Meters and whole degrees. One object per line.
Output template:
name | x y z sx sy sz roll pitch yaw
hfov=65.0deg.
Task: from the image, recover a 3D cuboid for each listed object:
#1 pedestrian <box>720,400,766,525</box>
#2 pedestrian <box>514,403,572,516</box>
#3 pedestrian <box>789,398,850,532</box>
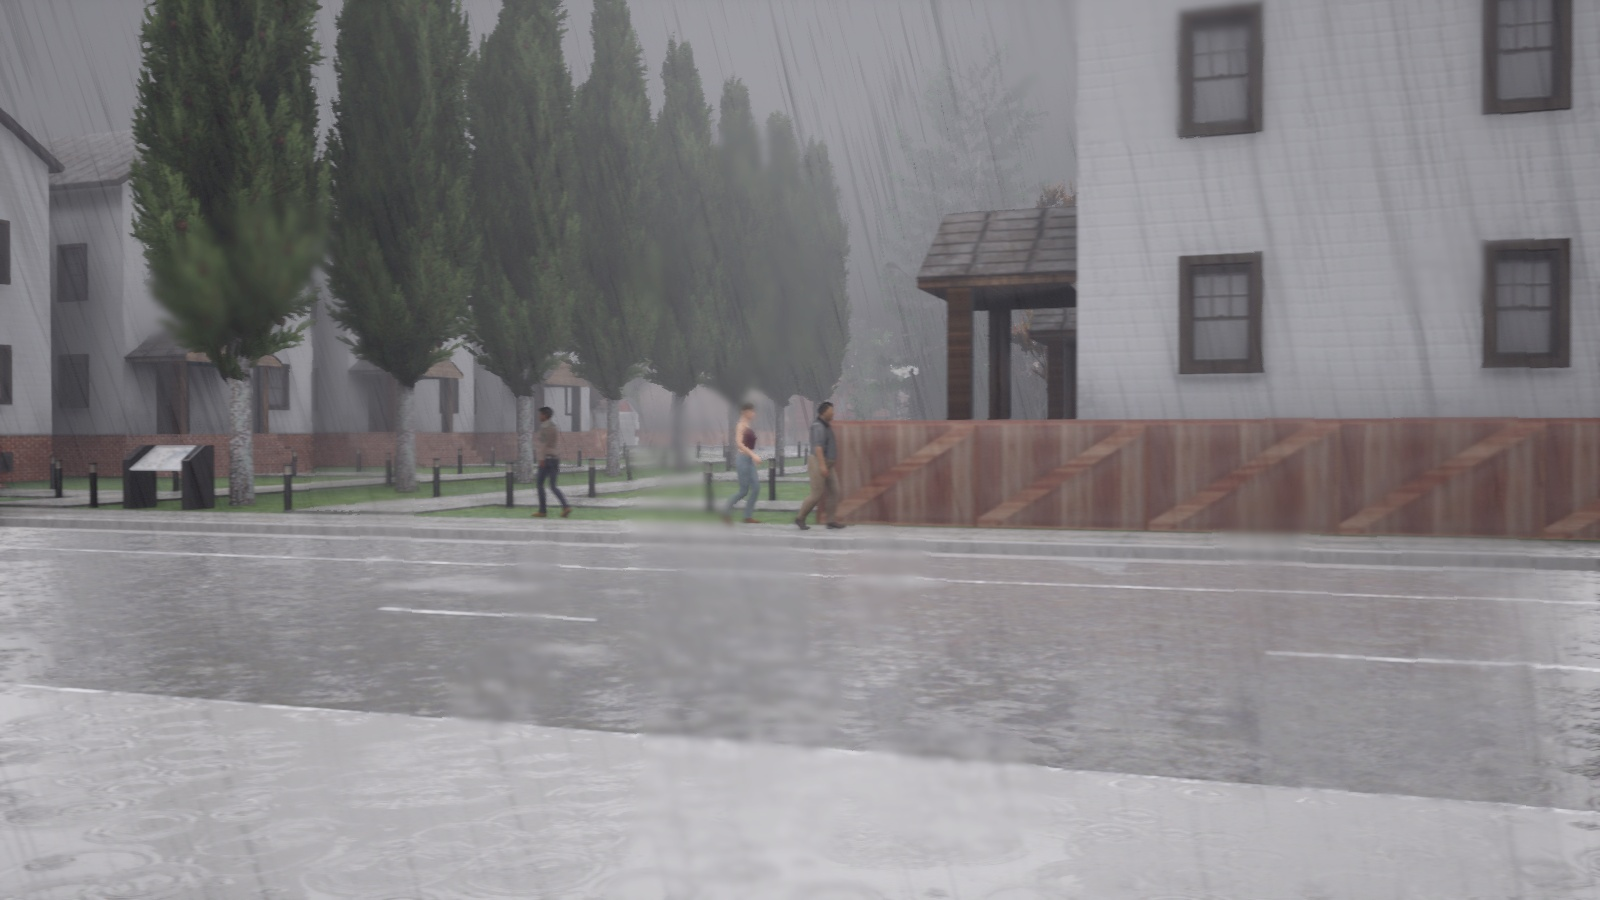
pedestrian | -0.846 0.180 18.620 0.594 1.836 0.345 1 1 18
pedestrian | -4.177 0.142 20.392 0.869 1.805 0.328 1 1 19
pedestrian | 0.274 0.199 17.679 0.694 1.848 0.540 1 1 24
